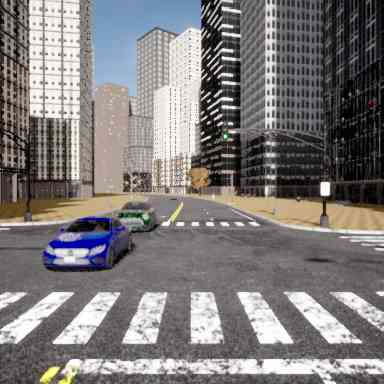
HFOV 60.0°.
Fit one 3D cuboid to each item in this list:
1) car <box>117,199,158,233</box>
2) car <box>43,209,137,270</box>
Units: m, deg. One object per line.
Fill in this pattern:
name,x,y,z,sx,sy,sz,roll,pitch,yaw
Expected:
car,-3.251,1.316,19.534,2.097,1.767,4.553,0,0,0
car,-3.248,1.539,11.174,1.812,1.442,4.674,0,0,0
